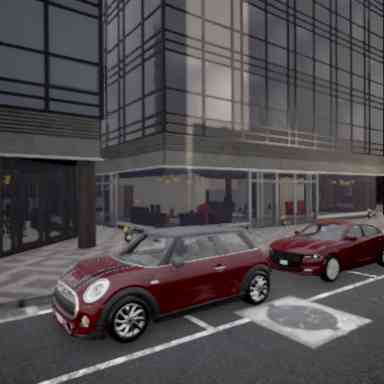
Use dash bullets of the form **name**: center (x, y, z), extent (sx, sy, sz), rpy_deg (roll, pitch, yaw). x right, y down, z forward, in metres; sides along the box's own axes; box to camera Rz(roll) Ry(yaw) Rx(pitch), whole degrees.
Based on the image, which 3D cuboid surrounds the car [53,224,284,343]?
- **car**: center (-0.436, 1.421, 6.344), extent (4.097, 1.590, 1.967), rpy_deg (0, 0, -36)

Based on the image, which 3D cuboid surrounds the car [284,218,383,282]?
- **car**: center (4.124, 1.491, 9.598), extent (4.507, 1.381, 1.887), rpy_deg (0, 0, -36)
